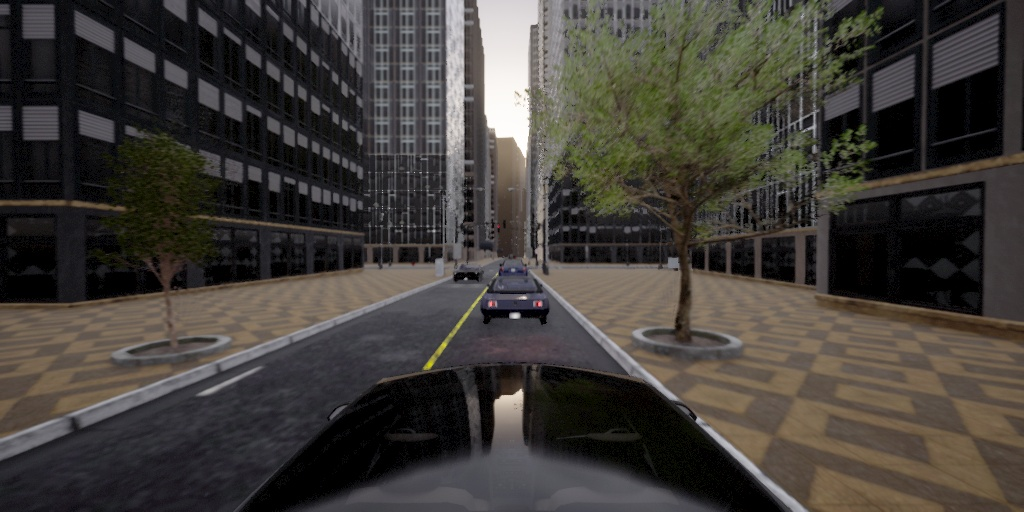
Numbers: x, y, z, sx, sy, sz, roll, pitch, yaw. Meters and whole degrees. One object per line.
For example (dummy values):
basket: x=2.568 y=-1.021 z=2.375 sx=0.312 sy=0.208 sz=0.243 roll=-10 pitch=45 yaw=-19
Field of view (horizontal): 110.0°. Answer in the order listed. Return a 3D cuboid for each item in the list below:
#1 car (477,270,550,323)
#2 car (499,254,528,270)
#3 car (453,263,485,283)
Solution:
car: x=0.091 y=1.296 z=11.783 sx=1.895 sy=1.301 sz=4.718 roll=0 pitch=0 yaw=0
car: x=0.089 y=0.971 z=26.756 sx=2.097 sy=1.767 sz=4.553 roll=0 pitch=0 yaw=0
car: x=-3.093 y=1.222 z=26.220 sx=1.895 sy=1.301 sz=4.718 roll=0 pitch=0 yaw=0
